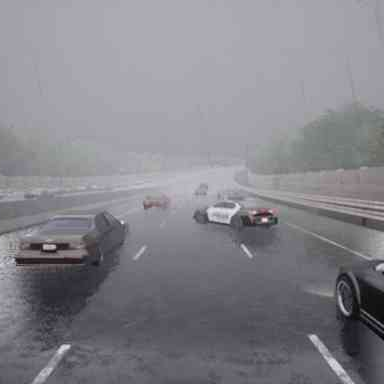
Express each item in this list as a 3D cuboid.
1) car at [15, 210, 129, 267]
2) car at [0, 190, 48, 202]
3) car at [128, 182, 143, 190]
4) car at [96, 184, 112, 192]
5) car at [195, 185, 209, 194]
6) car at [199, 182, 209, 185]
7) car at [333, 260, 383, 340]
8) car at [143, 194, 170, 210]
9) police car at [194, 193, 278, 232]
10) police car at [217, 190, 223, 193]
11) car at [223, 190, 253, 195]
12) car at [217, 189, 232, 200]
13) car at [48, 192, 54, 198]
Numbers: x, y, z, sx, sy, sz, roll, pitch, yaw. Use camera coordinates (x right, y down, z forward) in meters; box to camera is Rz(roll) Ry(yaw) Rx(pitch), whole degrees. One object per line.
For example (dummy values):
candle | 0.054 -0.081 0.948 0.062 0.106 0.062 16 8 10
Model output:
car | -3.331 1.280 10.359 2.033 1.411 5.357 0 1 1
car | -13.749 0.794 26.519 1.882 1.535 5.008 0 1 1
car | -11.841 -1.005 69.646 2.150 2.045 5.566 0 2 3
car | -18.774 -1.010 70.966 2.097 1.767 4.553 0 2 3
car | 1.569 -0.124 58.698 1.994 1.385 4.181 0 2 3
car | 2.909 -1.374 80.868 2.150 2.045 5.566 0 3 4
car | 3.513 1.450 4.271 1.994 1.385 4.181 0 1 0
car | -2.983 0.857 29.100 1.895 1.301 4.718 0 2 1
police car | 2.006 1.070 17.322 2.038 1.542 4.974 -1 2 -34
police car | 4.144 0.543 36.935 2.038 1.542 4.974 0 2 2
car | 3.831 0.699 26.016 2.097 1.767 4.553 0 2 1
car | 4.557 0.294 47.845 1.895 1.301 4.718 0 2 2
car | -16.952 0.544 36.727 1.812 1.442 4.674 0 2 2
